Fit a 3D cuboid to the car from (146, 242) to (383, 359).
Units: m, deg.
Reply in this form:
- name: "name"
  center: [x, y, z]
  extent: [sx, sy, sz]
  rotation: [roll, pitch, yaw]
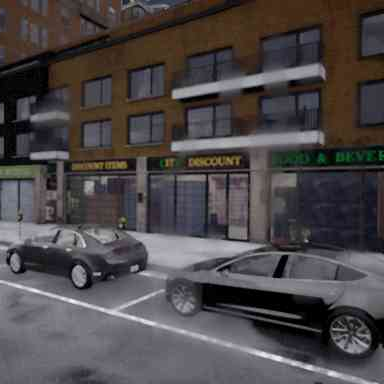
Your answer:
- name: "car"
  center: [1.539, 1.569, 5.866]
  extent: [4.313, 1.339, 1.947]
  rotation: [0, 1, 32]

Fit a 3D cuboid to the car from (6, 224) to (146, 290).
- name: "car"
  center: [-3.174, 1.523, 8.865]
  extent: [4.403, 1.369, 2.008]
  rotation: [0, 1, 32]
